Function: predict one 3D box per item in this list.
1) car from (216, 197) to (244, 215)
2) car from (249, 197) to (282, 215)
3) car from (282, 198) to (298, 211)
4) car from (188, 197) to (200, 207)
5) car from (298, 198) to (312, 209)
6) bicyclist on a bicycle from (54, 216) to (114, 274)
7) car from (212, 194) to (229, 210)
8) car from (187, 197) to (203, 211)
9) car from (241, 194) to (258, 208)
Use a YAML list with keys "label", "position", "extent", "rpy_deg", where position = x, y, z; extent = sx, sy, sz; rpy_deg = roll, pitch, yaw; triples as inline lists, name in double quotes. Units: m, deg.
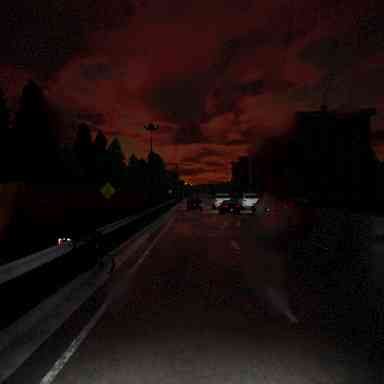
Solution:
- label: "car"
  position: [3.799, 1.525, 34.018]
  extent: [1.812, 1.442, 4.674]
  rpy_deg: [0, 0, 0]
- label: "car"
  position: [7.296, 1.505, 33.585]
  extent: [1.837, 1.490, 4.892]
  rpy_deg: [0, 0, 0]
- label: "car"
  position: [10.831, 1.601, 40.204]
  extent: [1.895, 1.301, 4.718]
  rpy_deg: [0, 0, 0]
- label: "car"
  position: [0.270, 1.525, 51.014]
  extent: [1.812, 1.442, 4.674]
  rpy_deg: [0, 0, 0]
- label: "car"
  position: [14.345, 1.477, 44.294]
  extent: [1.882, 1.535, 5.008]
  rpy_deg: [0, 0, 0]
- label: "bicyclist on a bicycle"
  position: [-2.909, 1.491, 9.098]
  extent: [1.656, 1.620, 0.582]
  rpy_deg: [4, 0, -1]
- label: "car"
  position: [3.839, 1.221, 43.933]
  extent: [2.150, 2.045, 5.566]
  rpy_deg: [0, 0, 0]
- label: "car"
  position: [0.343, 1.547, 40.664]
  extent: [2.033, 1.411, 5.357]
  rpy_deg: [0, 0, 0]
- label: "car"
  position: [7.340, 1.221, 43.495]
  extent: [2.150, 2.045, 5.566]
  rpy_deg: [0, 0, 0]
